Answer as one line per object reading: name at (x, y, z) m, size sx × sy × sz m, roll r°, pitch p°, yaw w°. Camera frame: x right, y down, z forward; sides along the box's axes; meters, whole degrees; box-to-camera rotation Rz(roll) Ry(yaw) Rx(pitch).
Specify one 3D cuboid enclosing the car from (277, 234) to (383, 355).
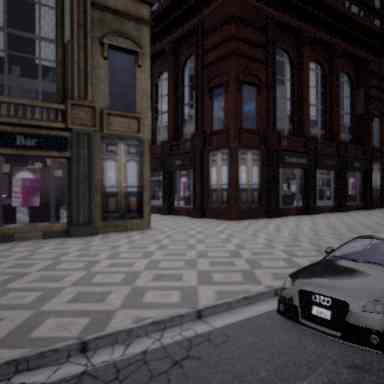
car at (3.437, 1.482, 5.828) m, size 4.181 × 1.385 × 1.994 m, roll -1°, pitch 1°, yaw -35°
